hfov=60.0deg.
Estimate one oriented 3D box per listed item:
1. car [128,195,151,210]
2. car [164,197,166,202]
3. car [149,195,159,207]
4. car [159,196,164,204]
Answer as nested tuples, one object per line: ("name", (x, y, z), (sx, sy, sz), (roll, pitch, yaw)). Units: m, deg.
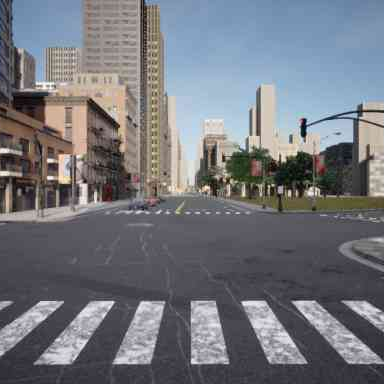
("car", (-6.659, 1.484, 41.507), (1.812, 1.442, 4.674), (0, 0, 0))
("car", (-6.557, 1.502, 69.742), (1.895, 1.301, 4.718), (0, 0, 0))
("car", (-6.643, 1.295, 50.559), (2.097, 1.767, 4.553), (0, 0, 0))
("car", (-6.631, 1.492, 59.610), (1.994, 1.385, 4.181), (0, 0, 0))
